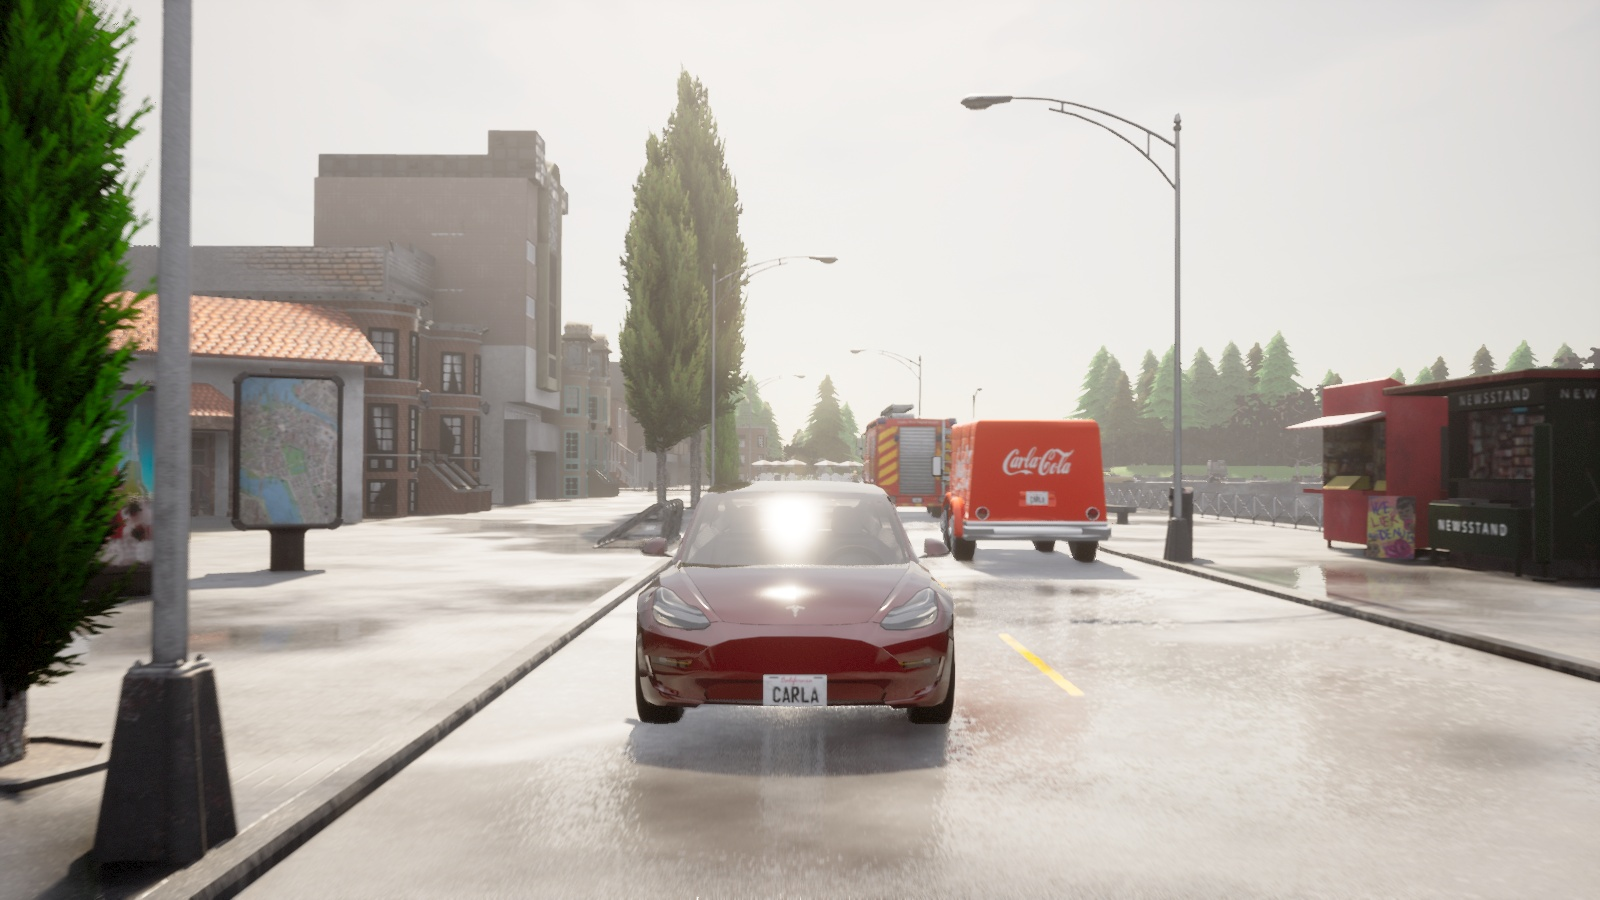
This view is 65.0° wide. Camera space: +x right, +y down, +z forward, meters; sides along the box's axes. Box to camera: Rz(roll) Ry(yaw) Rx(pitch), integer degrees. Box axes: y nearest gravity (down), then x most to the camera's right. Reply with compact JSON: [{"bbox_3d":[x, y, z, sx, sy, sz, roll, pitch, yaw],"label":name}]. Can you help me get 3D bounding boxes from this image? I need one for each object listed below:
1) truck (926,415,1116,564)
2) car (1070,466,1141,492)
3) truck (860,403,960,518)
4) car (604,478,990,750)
[{"bbox_3d":[3.936,0.706,23.498,2.627,2.467,5.204,0,-1,0],"label":"truck"},{"bbox_3d":[22.034,2.062,90.730,4.605,1.855,1.932,0,-1,0],"label":"car"},{"bbox_3d":[3.875,0.406,46.116,2.891,3.827,8.468,0,-1,0],"label":"truck"},{"bbox_3d":[-0.025,0.973,9.453,2.163,1.488,4.792,0,-1,0],"label":"car"}]
